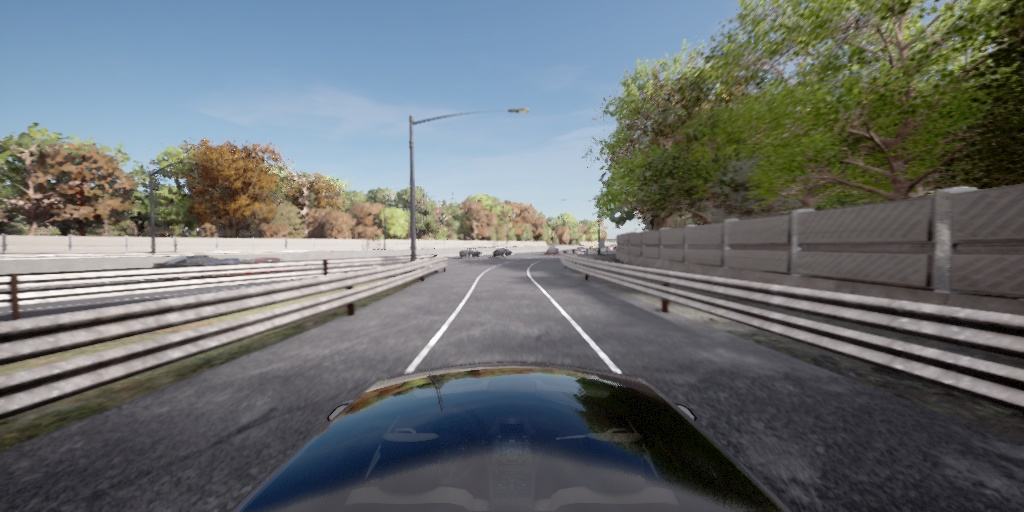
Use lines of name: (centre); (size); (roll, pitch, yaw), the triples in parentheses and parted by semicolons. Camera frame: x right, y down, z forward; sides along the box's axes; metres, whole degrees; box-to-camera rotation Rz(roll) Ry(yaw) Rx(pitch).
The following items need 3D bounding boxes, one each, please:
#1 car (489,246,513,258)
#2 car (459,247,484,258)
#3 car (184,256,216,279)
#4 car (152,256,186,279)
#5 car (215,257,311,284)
car: (-1.455, -0.527, 58.908); (1.837, 1.490, 4.892); (1, 2, 25)
car: (-6.453, -0.433, 56.397); (2.128, 1.511, 4.902); (1, 2, 25)
car: (-17.728, 0.818, 22.972); (1.994, 1.385, 4.181); (1, 2, 24)
car: (-20.966, 0.707, 24.306); (1.882, 1.535, 5.008); (0, 2, 24)
car: (-14.495, 0.805, 21.628); (1.812, 1.442, 4.674); (1, 2, 24)
